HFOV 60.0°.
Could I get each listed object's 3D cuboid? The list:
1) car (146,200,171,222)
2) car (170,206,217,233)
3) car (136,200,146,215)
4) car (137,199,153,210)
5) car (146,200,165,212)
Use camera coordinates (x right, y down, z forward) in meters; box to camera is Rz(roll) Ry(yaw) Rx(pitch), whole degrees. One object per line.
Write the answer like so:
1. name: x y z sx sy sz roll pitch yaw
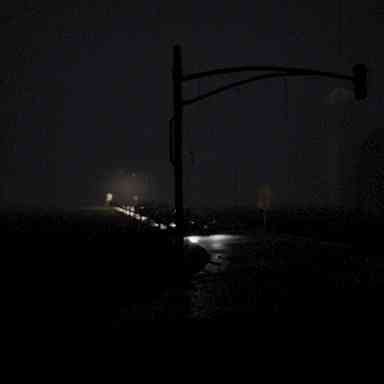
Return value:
1. car: -2.700 1.838 31.571 2.097 1.767 4.553 0 -1 -17
2. car: 0.148 1.866 22.326 1.812 1.442 4.674 0 -1 -17
3. car: -5.653 1.987 41.201 2.097 1.767 4.553 0 -1 -17
4. car: -8.652 2.251 60.583 2.097 1.767 4.553 0 -1 -17
5. car: -5.724 2.108 51.205 2.097 1.767 4.553 0 -1 -17
